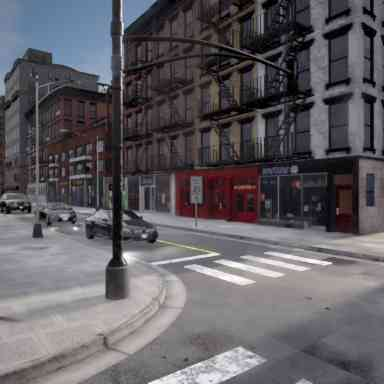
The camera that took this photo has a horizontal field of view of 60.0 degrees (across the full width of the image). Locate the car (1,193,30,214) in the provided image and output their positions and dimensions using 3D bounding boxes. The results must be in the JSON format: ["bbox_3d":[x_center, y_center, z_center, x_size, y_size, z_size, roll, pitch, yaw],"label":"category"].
[{"bbox_3d":[-18.398,1.159,34.770,2.150,2.045,5.566,0,0,-37],"label":"car"}]

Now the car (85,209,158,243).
[{"bbox_3d":[-3.383,1.508,15.235,1.812,1.442,4.674,0,0,-39],"label":"car"}]

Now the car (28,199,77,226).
[{"bbox_3d":[-9.645,1.456,23.357,2.128,1.511,4.902,0,0,-37],"label":"car"}]
